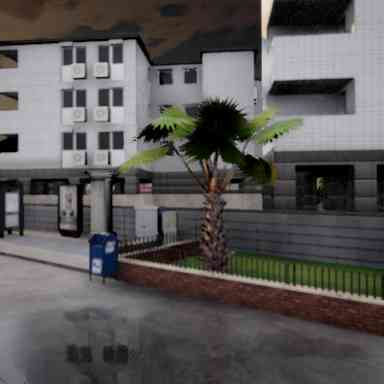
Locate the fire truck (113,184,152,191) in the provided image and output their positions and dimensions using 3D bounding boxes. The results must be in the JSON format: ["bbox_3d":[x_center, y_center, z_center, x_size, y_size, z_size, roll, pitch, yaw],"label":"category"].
[{"bbox_3d":[-10.382,0.552,56.116,2.891,3.827,8.468,0,0,35],"label":"fire truck"}]
